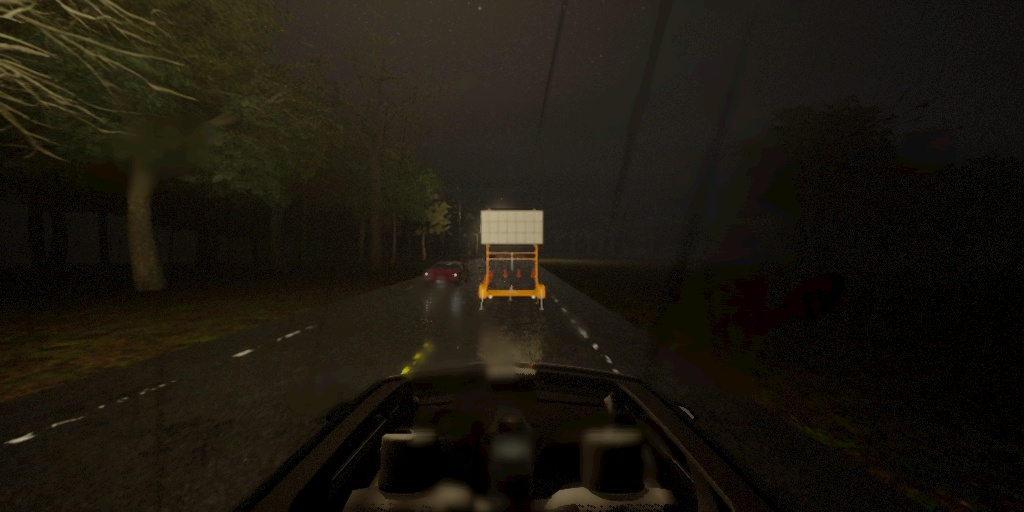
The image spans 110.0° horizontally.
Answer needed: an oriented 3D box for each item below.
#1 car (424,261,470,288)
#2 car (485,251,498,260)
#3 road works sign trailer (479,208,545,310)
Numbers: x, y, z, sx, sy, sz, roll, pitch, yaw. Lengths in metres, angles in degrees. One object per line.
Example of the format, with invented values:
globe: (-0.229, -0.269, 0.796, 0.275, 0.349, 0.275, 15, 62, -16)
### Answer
car: (-3.581, 0.994, 20.410, 1.895, 1.301, 4.718, 0, 1, 0)
car: (-3.516, -0.067, 61.622, 1.882, 1.535, 5.008, 0, 1, 1)
road works sign trailer: (0.004, -0.003, 13.489, 2.380, 3.560, 2.880, 0, 0, 0)
